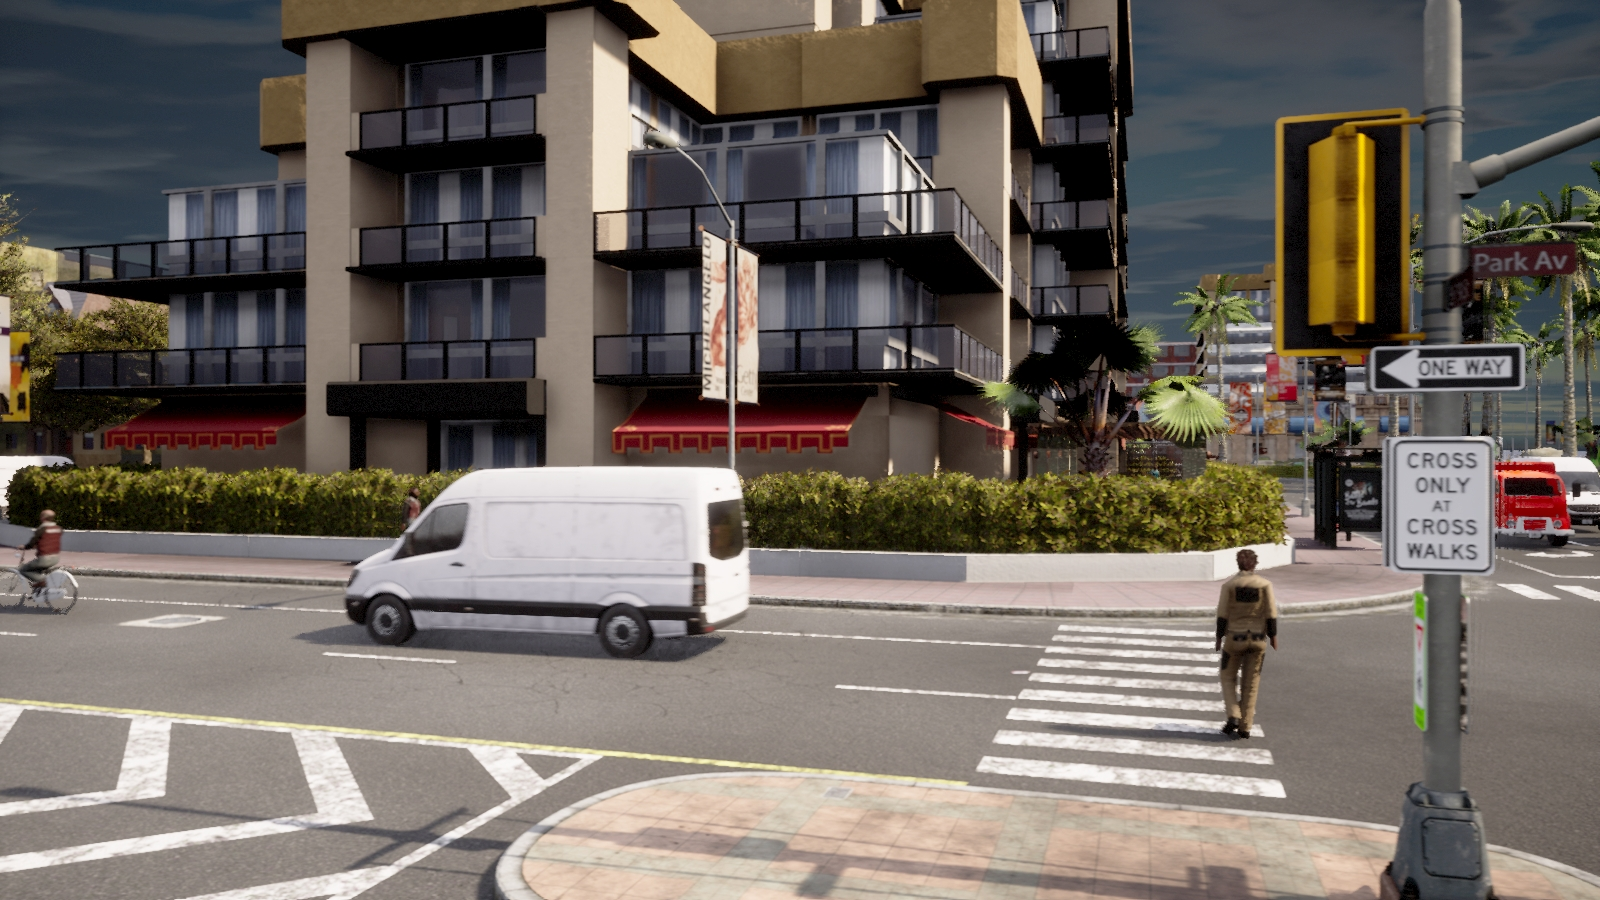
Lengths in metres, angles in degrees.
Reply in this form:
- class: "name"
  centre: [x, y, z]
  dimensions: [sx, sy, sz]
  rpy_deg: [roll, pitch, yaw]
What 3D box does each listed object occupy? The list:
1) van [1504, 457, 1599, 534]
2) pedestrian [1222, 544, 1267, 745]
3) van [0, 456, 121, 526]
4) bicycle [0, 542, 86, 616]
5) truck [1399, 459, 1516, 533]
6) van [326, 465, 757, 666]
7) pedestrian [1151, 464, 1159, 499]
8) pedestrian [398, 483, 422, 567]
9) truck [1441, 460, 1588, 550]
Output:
- class: "van"
  centre: [27.360, 1.539, 41.194]
  dimensions: [1.988, 2.561, 5.915]
  rpy_deg: [0, 0, 18]
- class: "pedestrian"
  centre: [4.265, 1.848, 10.976]
  dimensions: [0.375, 1.860, 0.375]
  rpy_deg: [0, 0, 17]
- class: "van"
  centre: [-29.570, 1.513, 44.151]
  dimensions: [1.988, 2.561, 5.915]
  rpy_deg: [0, 0, 17]
- class: "bicycle"
  centre: [-13.107, 2.200, 19.597]
  dimensions: [1.835, 1.171, 0.329]
  rpy_deg: [0, 0, 17]
- class: "truck"
  centre: [23.802, 1.571, 41.605]
  dimensions: [2.627, 2.467, 5.204]
  rpy_deg: [0, 0, 18]
- class: "van"
  centre: [-3.746, 1.530, 16.674]
  dimensions: [5.915, 2.561, 1.988]
  rpy_deg: [0, 0, 16]
- class: "pedestrian"
  centre: [19.165, 1.693, 61.690]
  dimensions: [0.375, 1.860, 0.375]
  rpy_deg: [0, 0, 13]
- class: "pedestrian"
  centre: [-8.833, 1.687, 25.867]
  dimensions: [0.375, 1.860, 0.375]
  rpy_deg: [0, 0, 15]
- class: "truck"
  centre: [21.700, 1.569, 34.992]
  dimensions: [2.627, 2.467, 5.204]
  rpy_deg: [0, 0, 18]
